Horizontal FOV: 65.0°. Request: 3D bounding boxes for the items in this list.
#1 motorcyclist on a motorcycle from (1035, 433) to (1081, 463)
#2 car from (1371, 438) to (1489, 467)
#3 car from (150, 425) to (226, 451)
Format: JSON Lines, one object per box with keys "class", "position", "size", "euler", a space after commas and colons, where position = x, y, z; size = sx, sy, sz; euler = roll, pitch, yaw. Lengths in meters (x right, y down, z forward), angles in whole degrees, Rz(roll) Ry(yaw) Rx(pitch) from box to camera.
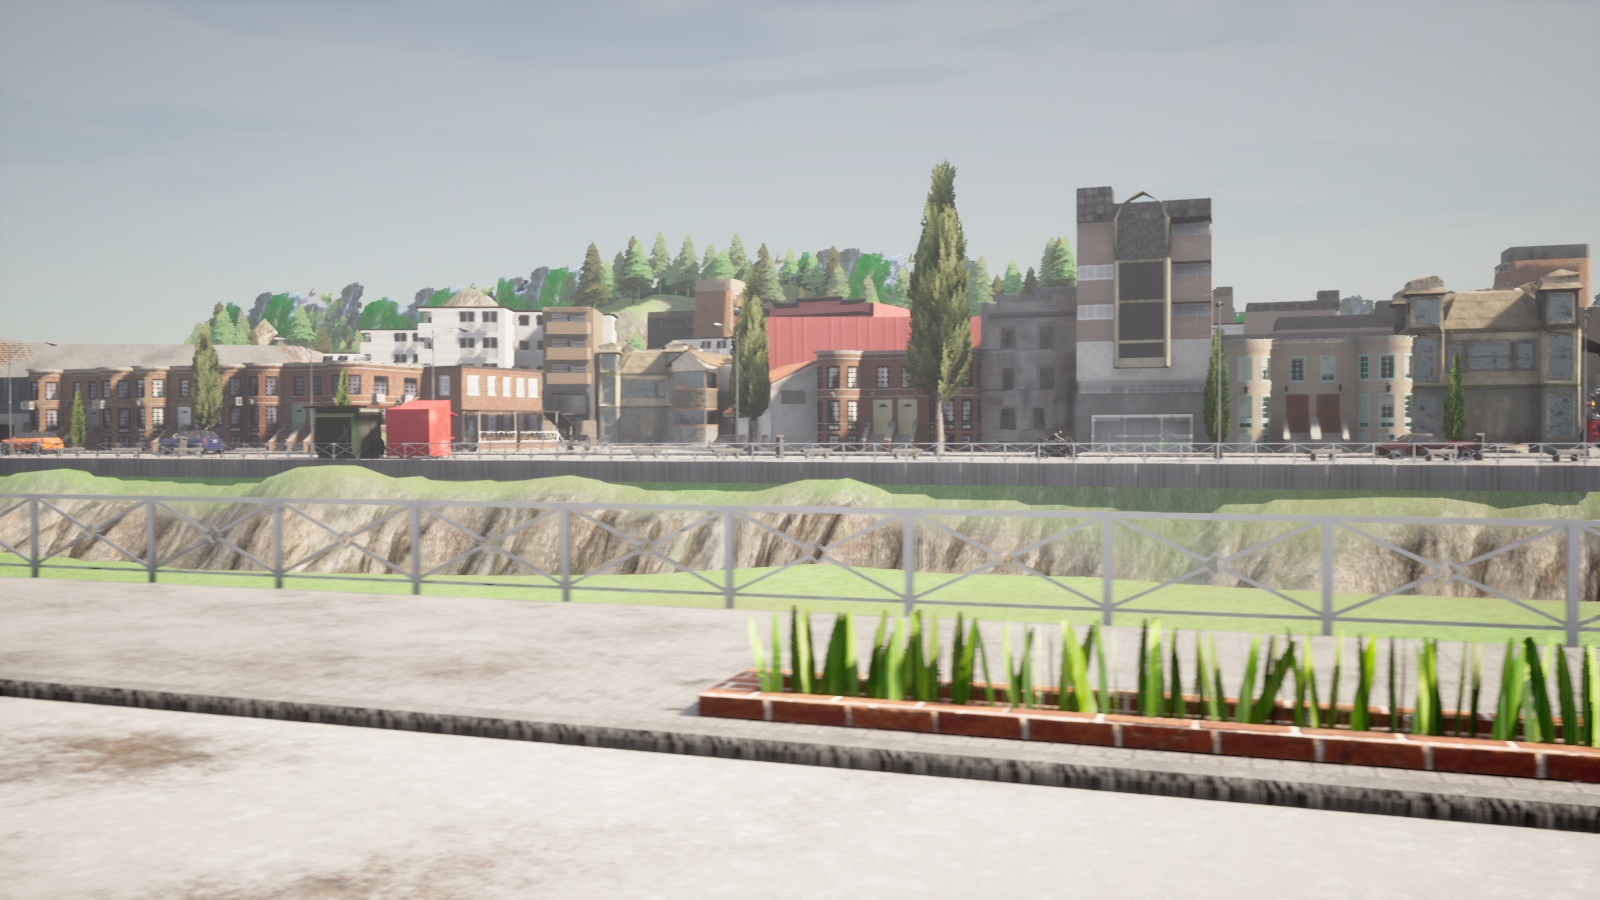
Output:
{"class": "motorcyclist on a motorcycle", "position": [13.220, -0.120, 64.385], "size": [2.191, 1.530, 0.866], "euler": [1, 1, 19]}
{"class": "car", "position": [29.464, 0.094, 58.926], "size": [4.718, 1.301, 1.895], "euler": [1, 1, 19]}
{"class": "car", "position": [-42.581, -0.874, 87.356], "size": [4.553, 1.767, 2.097], "euler": [1, 1, 19]}
